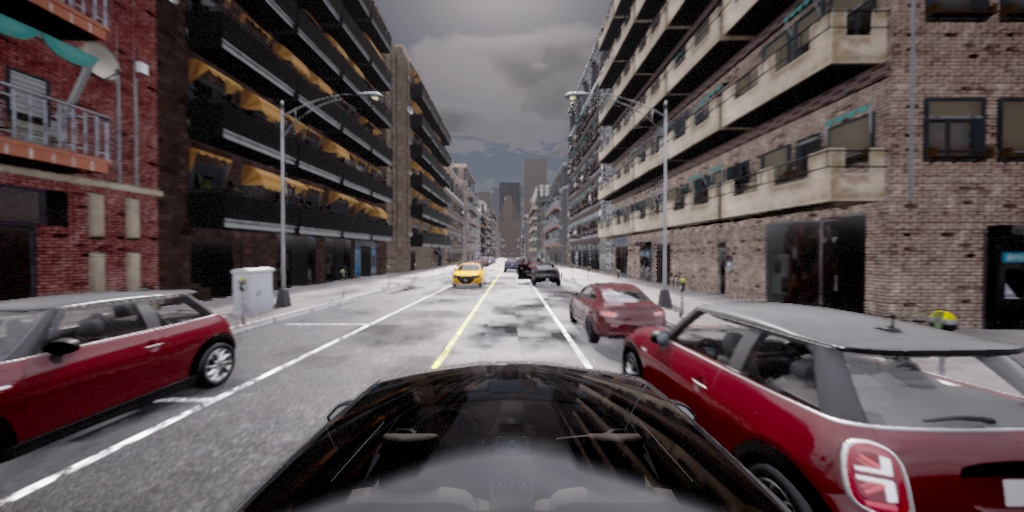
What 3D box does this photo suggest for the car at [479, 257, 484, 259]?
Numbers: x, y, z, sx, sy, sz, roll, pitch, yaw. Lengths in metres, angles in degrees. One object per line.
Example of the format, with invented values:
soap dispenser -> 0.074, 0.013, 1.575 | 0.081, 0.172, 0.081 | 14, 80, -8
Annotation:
car -> -5.295, 1.260, 49.129 | 1.888, 1.381, 4.507 | 0, 0, 0

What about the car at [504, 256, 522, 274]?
car -> 0.065, 1.067, 46.906 | 2.097, 1.767, 4.553 | 0, 0, 1

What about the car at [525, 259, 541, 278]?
car -> 2.581, 1.304, 37.694 | 1.802, 1.307, 4.207 | 0, 0, 0

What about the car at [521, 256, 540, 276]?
car -> 2.584, 1.033, 43.358 | 2.192, 1.841, 5.009 | 0, 0, 0

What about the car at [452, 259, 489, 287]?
car -> -2.836, 1.209, 24.481 | 1.882, 1.535, 5.008 | 0, 0, 0

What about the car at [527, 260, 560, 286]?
car -> 2.240, 1.236, 25.024 | 1.837, 1.490, 4.892 | 0, 0, 0

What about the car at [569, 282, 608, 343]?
car -> 2.568, 1.326, 9.372 | 1.802, 1.307, 4.207 | 0, 0, 0

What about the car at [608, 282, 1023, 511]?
car -> 2.570, 1.188, 3.708 | 1.967, 1.591, 4.097 | 0, 0, 0

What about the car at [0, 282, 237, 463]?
car -> -5.315, 1.188, 3.920 | 1.967, 1.591, 4.097 | 0, 0, 0
